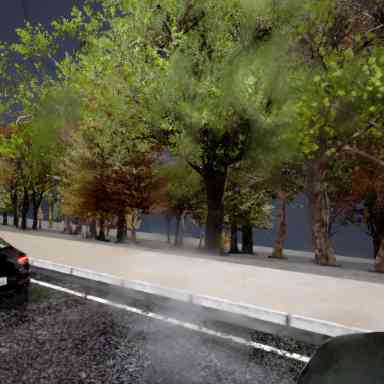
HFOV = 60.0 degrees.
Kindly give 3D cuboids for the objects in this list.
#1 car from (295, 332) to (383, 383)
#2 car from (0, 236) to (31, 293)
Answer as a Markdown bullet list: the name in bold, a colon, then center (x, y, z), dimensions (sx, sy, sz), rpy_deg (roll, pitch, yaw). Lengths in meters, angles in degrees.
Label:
- **car**: center (2.630, 1.564, 1.810), dimensions (4.181, 1.385, 1.994), rpy_deg (0, 0, 35)
- **car**: center (-5.487, 1.524, 7.556), dimensions (4.674, 1.442, 1.812), rpy_deg (0, 0, 35)
